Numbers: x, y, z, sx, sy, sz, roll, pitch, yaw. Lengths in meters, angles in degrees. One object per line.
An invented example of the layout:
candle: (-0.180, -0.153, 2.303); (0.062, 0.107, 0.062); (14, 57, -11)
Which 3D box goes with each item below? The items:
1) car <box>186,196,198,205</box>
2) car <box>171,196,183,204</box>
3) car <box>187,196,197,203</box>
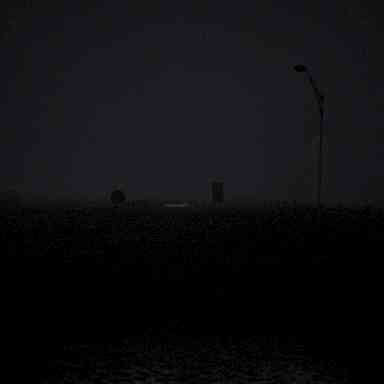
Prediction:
car: (0.023, 1.507, 57.159); (1.812, 1.442, 4.674); (0, 0, 0)
car: (-2.727, 1.458, 61.334); (1.882, 1.535, 5.008); (0, 0, 0)
car: (0.027, 1.485, 67.164); (1.837, 1.490, 4.892); (0, 0, 0)
